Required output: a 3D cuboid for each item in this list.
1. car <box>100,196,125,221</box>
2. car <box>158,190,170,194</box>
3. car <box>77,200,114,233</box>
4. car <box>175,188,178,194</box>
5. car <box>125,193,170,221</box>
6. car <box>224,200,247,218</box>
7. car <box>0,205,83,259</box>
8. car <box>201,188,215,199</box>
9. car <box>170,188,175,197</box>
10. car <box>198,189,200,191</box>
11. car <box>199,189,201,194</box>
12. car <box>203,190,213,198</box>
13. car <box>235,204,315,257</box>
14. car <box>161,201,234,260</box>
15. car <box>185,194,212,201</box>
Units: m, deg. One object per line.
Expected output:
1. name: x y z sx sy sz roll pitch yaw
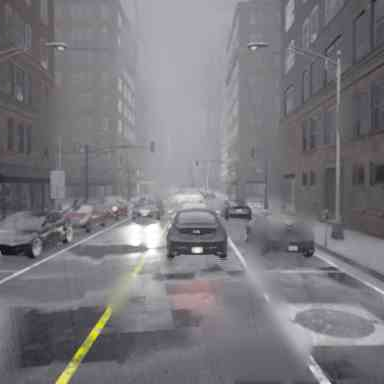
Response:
1. car: -5.589 1.036 22.721 1.967 1.590 4.097 0 1 0
2. car: -5.421 0.556 59.821 1.802 1.307 4.206 0 1 0
3. car: -5.609 1.275 17.223 1.802 1.307 4.206 0 1 0
4. car: -5.277 0.088 86.689 1.752 1.417 4.829 0 1 0
5. car: -2.923 1.083 23.062 2.128 1.511 4.902 0 1 0
6. car: 2.936 1.161 22.692 1.947 1.339 4.313 0 1 0
7. car: -5.628 1.356 11.722 1.947 1.339 4.313 0 1 0
8. car: 3.103 0.413 59.775 1.967 1.590 4.097 0 1 0
9. car: -5.363 0.353 70.636 2.008 1.369 4.403 0 1 0
10. car: 3.219 0.078 81.408 1.967 1.590 4.097 0 1 0
11. car: 3.162 0.352 70.593 2.008 1.369 4.403 0 1 0
12. car: 3.133 0.409 65.355 1.752 1.417 4.829 0 1 0
13. car: 2.897 1.340 11.691 2.008 1.369 4.403 0 1 0
14. car: 0.143 1.298 11.557 1.837 1.490 4.892 0 1 0
15. car: 0.166 1.107 23.514 1.812 1.442 4.674 0 1 -1
